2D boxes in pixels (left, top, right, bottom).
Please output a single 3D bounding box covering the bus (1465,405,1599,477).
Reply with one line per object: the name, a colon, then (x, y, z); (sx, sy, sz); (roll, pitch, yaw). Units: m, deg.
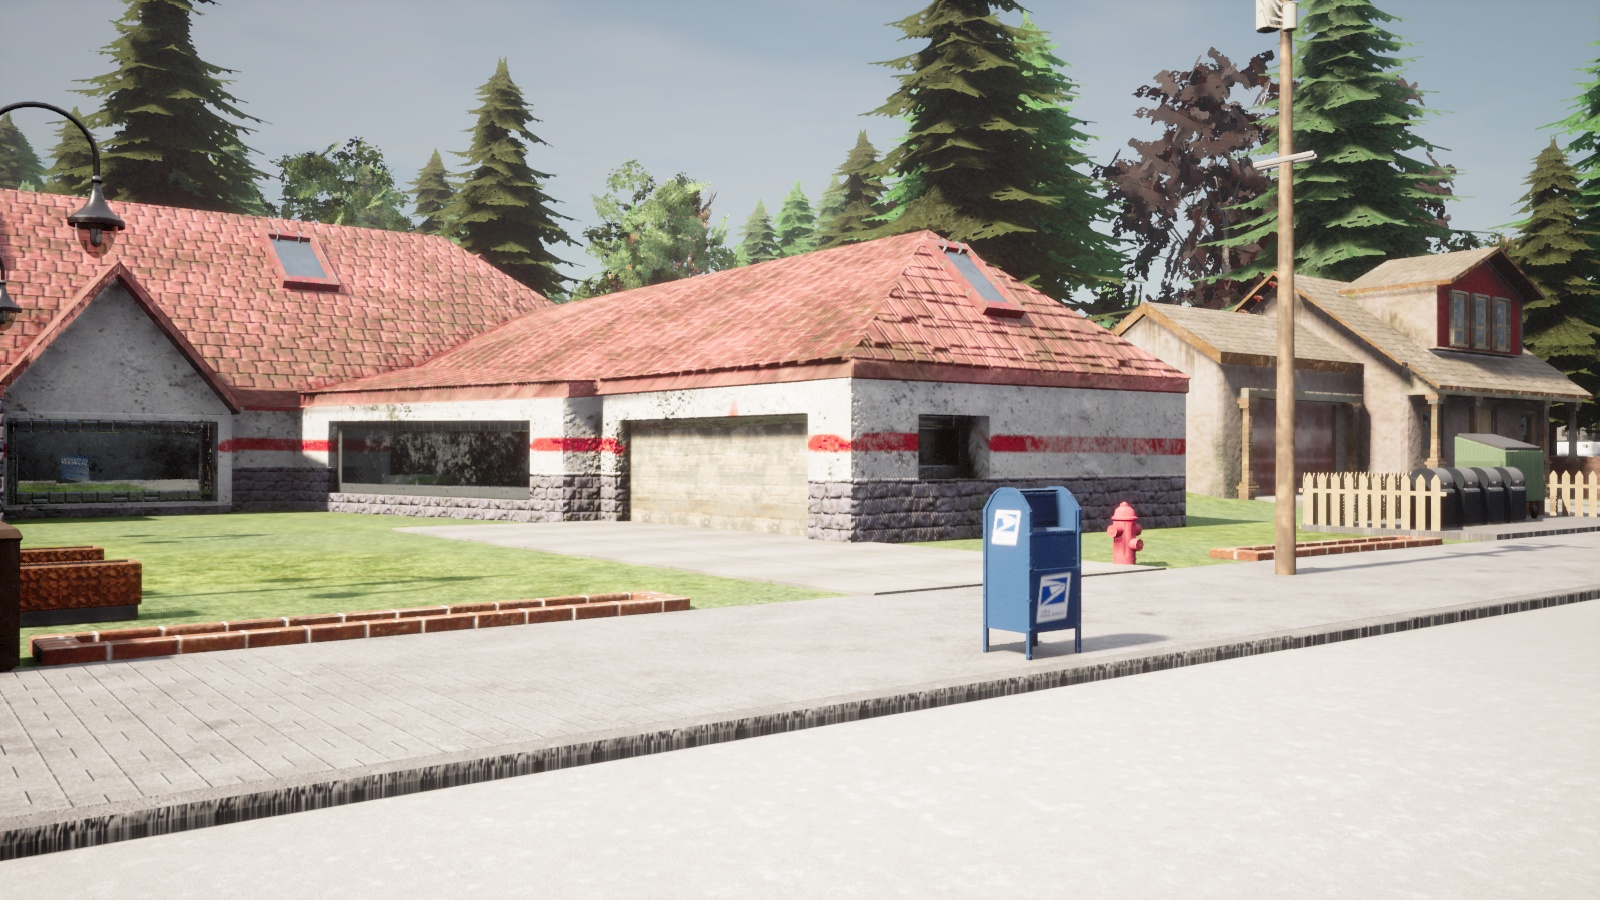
bus: (47.497, -0.542, 77.922); (3.944, 4.253, 10.273); (0, 0, -37)
